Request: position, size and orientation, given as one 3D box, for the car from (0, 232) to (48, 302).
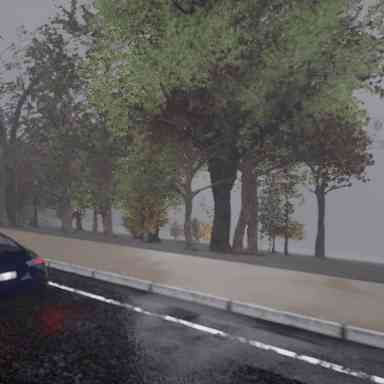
[{"bbox_3d":[-5.033,1.504,7.275,4.181,1.385,1.994,0,0,35],"label":"car"}]
